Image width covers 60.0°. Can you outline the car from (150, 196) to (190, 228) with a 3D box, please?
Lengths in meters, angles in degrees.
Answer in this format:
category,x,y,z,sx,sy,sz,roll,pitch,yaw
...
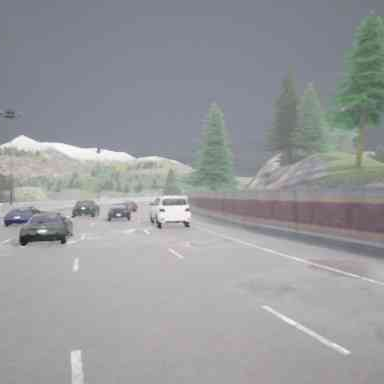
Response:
category,x,y,z,sx,sy,sz,roll,pitch,yaw
car,-1.632,1.319,23.302,2.150,2.045,5.566,-1,0,-13

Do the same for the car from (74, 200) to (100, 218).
category,x,y,z,sx,sy,sz,roll,pitch,yaw
car,-10.588,1.594,33.526,2.097,1.767,4.553,-1,0,-8

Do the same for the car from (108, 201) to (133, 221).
category,x,y,z,sx,sy,sz,roll,pitch,yaw
car,-6.308,1.700,29.018,1.812,1.442,4.674,-1,0,-10

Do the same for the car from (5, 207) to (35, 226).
category,x,y,z,sx,sy,sz,roll,pitch,yaw
car,-12.820,1.806,25.682,1.994,1.385,4.181,-1,0,-12

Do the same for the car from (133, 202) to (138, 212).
category,x,y,z,sx,sy,sz,roll,pitch,yaw
car,-7.983,1.804,42.012,1.994,1.385,4.181,-1,0,-5

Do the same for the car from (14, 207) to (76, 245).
category,x,y,z,sx,sy,sz,roll,pitch,yaw
car,-7.074,1.704,16.468,1.994,1.385,4.181,-1,0,-16
